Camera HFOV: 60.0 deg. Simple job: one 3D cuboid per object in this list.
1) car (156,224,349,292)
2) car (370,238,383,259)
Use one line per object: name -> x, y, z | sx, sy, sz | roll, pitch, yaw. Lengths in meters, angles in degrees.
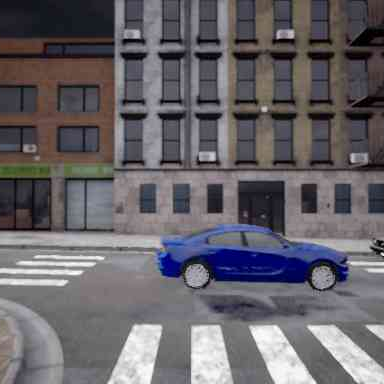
car -> 1.554, 1.638, 8.948 | 5.008, 1.535, 1.882 | 1, -1, 0
car -> 9.070, 1.988, 11.893 | 4.718, 1.301, 1.895 | 1, -1, 0
